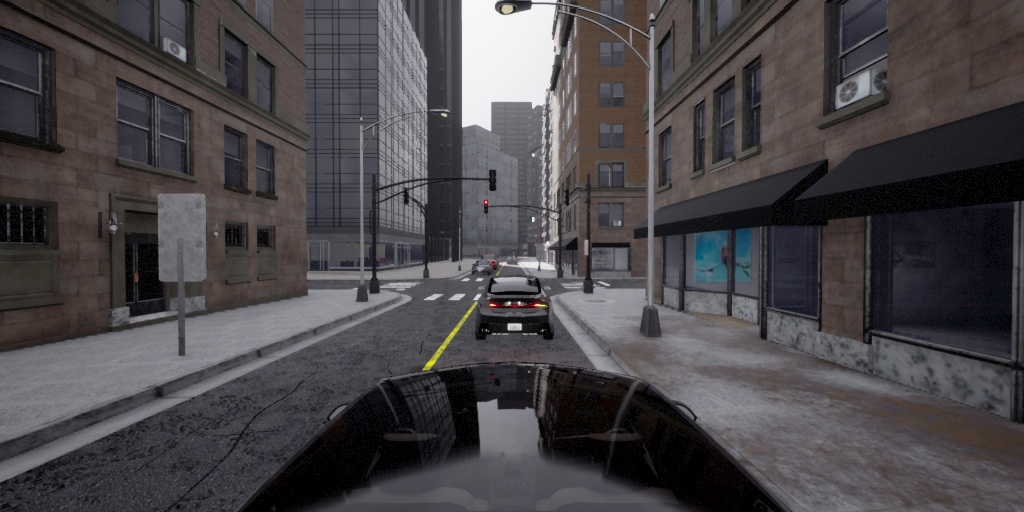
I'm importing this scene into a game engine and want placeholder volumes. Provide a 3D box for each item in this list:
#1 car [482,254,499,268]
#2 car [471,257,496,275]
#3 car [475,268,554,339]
[{"bbox_3d":[-3.162,0.810,48.294,2.150,2.045,5.566,0,1,0],"label":"car"},{"bbox_3d":[-3.143,1.163,37.989,2.128,1.511,4.902,0,0,0],"label":"car"},{"bbox_3d":[0.068,1.252,10.001,1.837,1.490,4.892,0,0,0],"label":"car"}]
